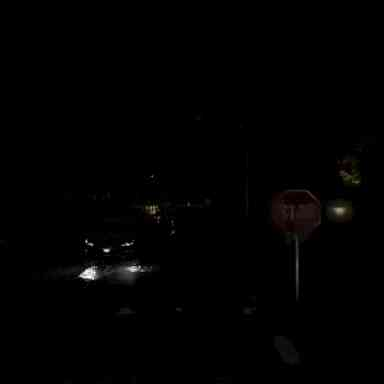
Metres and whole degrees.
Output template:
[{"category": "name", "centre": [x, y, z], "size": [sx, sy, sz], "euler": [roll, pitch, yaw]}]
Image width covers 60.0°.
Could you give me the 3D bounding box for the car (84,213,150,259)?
[{"category": "car", "centre": [-2.767, 1.635, 13.181], "size": [1.837, 1.490, 4.892], "euler": [0, 0, 0]}]

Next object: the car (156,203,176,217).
[{"category": "car", "centre": [-2.816, 1.941, 37.025], "size": [1.812, 1.442, 4.674], "euler": [0, -1, 0]}]
